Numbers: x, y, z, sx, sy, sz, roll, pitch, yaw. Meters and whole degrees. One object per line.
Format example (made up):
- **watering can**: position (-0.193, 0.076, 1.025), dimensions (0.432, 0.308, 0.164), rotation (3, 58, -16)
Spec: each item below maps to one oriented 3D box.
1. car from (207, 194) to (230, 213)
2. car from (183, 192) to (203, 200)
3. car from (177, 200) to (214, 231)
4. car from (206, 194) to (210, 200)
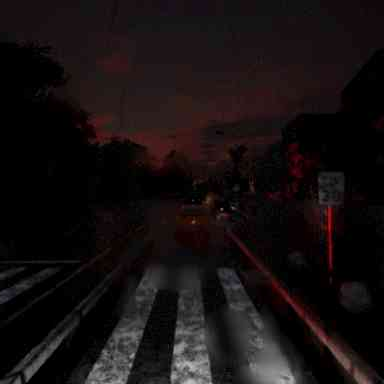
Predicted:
- **car**: position (2.930, 1.354, 34.948), dimensions (1.837, 1.490, 4.892), rotation (0, 2, 0)
- **car**: position (0.105, 0.948, 39.550), dimensions (2.150, 2.045, 5.566), rotation (0, 2, 0)
- **car**: position (0.102, 1.509, 20.707), dimensions (1.882, 1.535, 5.008), rotation (0, 0, 0)
- **car**: position (2.971, 1.025, 46.335), dimensions (1.882, 1.535, 5.008), rotation (0, 2, 1)
